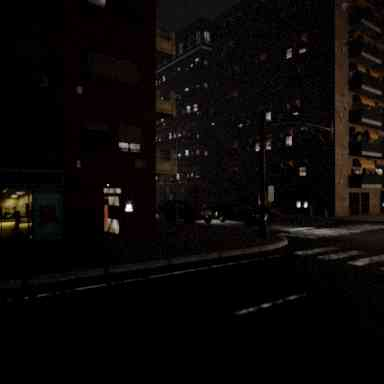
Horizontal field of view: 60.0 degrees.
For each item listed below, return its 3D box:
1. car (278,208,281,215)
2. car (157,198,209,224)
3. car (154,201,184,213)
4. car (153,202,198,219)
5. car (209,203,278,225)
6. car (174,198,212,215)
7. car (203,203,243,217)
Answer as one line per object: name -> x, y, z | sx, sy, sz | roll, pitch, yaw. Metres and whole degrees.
car -> 6.629, 1.834, 32.168 | 1.802, 1.307, 4.206 | -1, 0, -36
car -> -0.367, 1.580, 27.079 | 2.192, 1.841, 5.009 | -1, 0, -36
car -> -3.257, 2.015, 45.633 | 2.008, 1.369, 4.403 | -1, 0, -36
car -> -1.729, 1.829, 33.566 | 2.128, 1.511, 4.902 | 0, -1, -36
car -> 3.857, 1.710, 25.980 | 2.128, 1.511, 4.902 | 0, -1, -35
car -> 0.034, 1.709, 41.145 | 2.192, 1.841, 5.009 | -1, 0, -36
car -> 3.334, 1.889, 36.656 | 1.947, 1.339, 4.313 | -1, 0, -36
